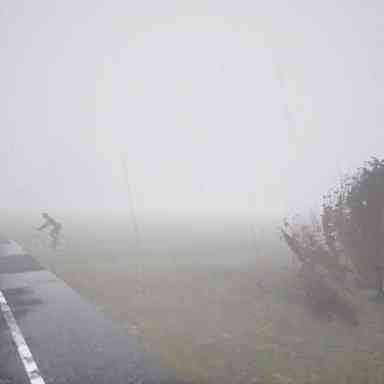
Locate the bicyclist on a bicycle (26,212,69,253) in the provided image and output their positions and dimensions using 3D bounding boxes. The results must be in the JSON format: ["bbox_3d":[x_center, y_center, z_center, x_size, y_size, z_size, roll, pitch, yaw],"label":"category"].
[{"bbox_3d":[-5.840,1.654,13.551,1.656,1.620,0.582,2,-2,-35],"label":"bicyclist on a bicycle"}]
